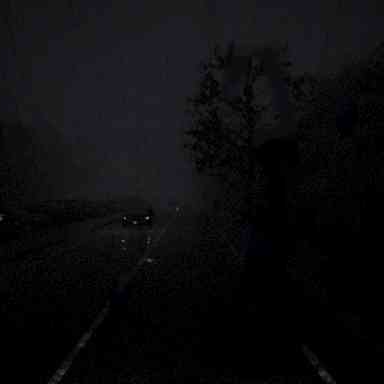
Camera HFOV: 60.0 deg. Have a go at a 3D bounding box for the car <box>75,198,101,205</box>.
[{"bbox_3d":[-23.213,2.141,74.407,5.366,1.575,1.946,0,-1,0],"label":"car"}]

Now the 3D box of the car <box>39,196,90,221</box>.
[{"bbox_3d":[-10.289,1.394,24.433,4.553,1.767,2.185,0,-1,0],"label":"car"}]

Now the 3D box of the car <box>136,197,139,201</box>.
[{"bbox_3d":[-10.291,1.768,46.640,4.792,1.488,2.163,0,-1,0],"label":"car"}]

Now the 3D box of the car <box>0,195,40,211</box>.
[{"bbox_3d":[-23.372,1.460,43.952,5.566,2.045,2.435,0,-1,0],"label":"car"}]

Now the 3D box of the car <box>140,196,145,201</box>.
[{"bbox_3d":[-10.349,1.822,52.192,4.792,1.488,2.163,0,-1,0],"label":"car"}]

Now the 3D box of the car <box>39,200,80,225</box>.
[{"bbox_3d":[-10.315,1.493,21.655,5.008,1.535,2.097,0,-1,0],"label":"car"}]

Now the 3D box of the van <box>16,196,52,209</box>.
[{"bbox_3d":[-23.516,1.540,49.492,4.442,1.987,1.878,0,-1,0],"label":"van"}]

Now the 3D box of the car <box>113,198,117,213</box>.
[{"bbox_3d":[-10.314,1.603,32.760,4.892,1.521,2.231,0,-1,0],"label":"car"}]

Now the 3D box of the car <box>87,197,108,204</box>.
[{"bbox_3d":[-23.430,2.170,82.594,4.553,1.767,2.185,0,-1,0],"label":"car"}]

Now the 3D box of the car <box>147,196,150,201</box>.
[{"bbox_3d":[-10.314,1.857,57.745,4.892,1.521,2.231,0,-1,0],"label":"car"}]

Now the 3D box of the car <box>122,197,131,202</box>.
[{"bbox_3d":[-10.135,1.653,38.312,5.366,1.575,1.946,0,-1,0],"label":"car"}]

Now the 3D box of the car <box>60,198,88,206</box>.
[{"bbox_3d":[-23.371,2.020,66.099,4.792,1.488,2.163,0,-1,0],"label":"car"}]

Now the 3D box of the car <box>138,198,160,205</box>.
[{"bbox_3d":[-10.324,2.247,79.940,5.008,1.535,2.097,0,-1,0],"label":"car"}]

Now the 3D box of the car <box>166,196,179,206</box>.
[{"bbox_3d":[-3.413,1.978,64.155,1.812,1.442,4.674,0,-1,0],"label":"car"}]

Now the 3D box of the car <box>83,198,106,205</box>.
[{"bbox_3d":[-23.369,2.276,79.946,4.792,1.488,2.163,0,-1,0],"label":"car"}]

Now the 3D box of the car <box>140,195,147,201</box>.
[{"bbox_3d":[-10.351,1.697,54.967,4.553,1.767,2.185,0,-1,0],"label":"car"}]

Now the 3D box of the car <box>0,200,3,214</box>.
[{"bbox_3d":[-23.394,1.630,35.638,5.008,1.535,2.097,0,-1,0],"label":"car"}]

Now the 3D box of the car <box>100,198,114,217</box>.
[{"bbox_3d":[-10.135,1.571,29.984,5.366,1.575,1.946,0,-1,0],"label":"car"}]

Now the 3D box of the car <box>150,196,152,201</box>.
[{"bbox_3d":[-10.505,1.892,60.512,5.366,1.575,1.946,0,-1,0],"label":"car"}]

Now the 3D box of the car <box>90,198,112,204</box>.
[{"bbox_3d":[-23.393,2.347,85.363,5.008,1.535,2.097,0,-1,0],"label":"car"}]

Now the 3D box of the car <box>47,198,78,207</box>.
[{"bbox_3d":[-23.428,1.923,60.435,4.792,1.488,2.163,0,-1,0],"label":"car"}]

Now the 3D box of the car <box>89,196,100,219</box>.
[{"bbox_3d":[-10.289,1.422,27.209,4.553,1.767,2.185,0,-1,0],"label":"car"}]

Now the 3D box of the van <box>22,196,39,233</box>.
[{"bbox_3d":[-10.204,1.212,16.106,4.442,1.987,1.878,0,-1,0],"label":"van"}]

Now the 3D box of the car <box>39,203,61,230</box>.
[{"bbox_3d":[-10.323,1.506,18.879,4.674,1.452,2.002,0,-1,0],"label":"car"}]

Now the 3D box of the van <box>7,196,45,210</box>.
[{"bbox_3d":[-23.283,1.513,46.721,4.442,1.987,1.878,0,-1,0],"label":"van"}]

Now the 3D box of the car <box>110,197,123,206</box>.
[{"bbox_3d":[-10.327,1.630,35.536,4.892,1.521,2.231,0,-1,0],"label":"car"}]

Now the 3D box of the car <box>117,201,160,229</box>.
[{"bbox_3d":[-3.372,1.544,22.002,1.812,1.442,4.674,0,0,0],"label":"car"}]

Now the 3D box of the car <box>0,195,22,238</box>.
[{"bbox_3d":[-10.349,1.160,13.330,5.566,2.045,2.435,0,-1,0],"label":"car"}]

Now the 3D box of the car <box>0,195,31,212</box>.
[{"bbox_3d":[-23.372,1.433,41.182,5.566,2.045,2.435,0,-1,0],"label":"car"}]

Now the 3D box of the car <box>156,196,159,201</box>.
[{"bbox_3d":[-10.134,2.038,68.837,5.366,1.575,1.946,0,-1,0],"label":"car"}]

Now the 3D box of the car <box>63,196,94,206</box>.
[{"bbox_3d":[-23.428,1.790,68.873,5.566,2.045,2.435,0,-1,0],"label":"car"}]

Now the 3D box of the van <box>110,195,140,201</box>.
[{"bbox_3d":[-10.436,1.539,49.418,4.442,1.987,1.878,0,-1,0],"label":"van"}]

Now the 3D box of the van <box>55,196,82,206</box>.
[{"bbox_3d":[-23.516,1.713,63.210,4.442,1.987,1.878,0,-1,0],"label":"van"}]

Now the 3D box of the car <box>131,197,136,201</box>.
[{"bbox_3d":[-10.291,1.740,43.864,4.792,1.488,2.163,0,-1,0],"label":"car"}]

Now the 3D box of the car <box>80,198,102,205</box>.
[{"bbox_3d":[-23.396,2.235,77.176,4.674,1.452,2.002,0,-1,0],"label":"car"}]

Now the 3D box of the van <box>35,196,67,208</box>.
[{"bbox_3d":[-23.291,1.597,55.047,4.442,1.987,1.878,0,-1,0],"label":"van"}]

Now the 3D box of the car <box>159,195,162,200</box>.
[{"bbox_3d":[-10.347,1.944,77.169,5.566,2.045,2.435,0,-1,0],"label":"car"}]

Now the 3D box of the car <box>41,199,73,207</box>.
[{"bbox_3d":[-23.428,1.886,57.796,4.792,1.488,2.163,0,-1,0],"label":"car"}]

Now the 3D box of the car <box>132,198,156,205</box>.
[{"bbox_3d":[-10.325,2.094,71.612,4.892,1.521,2.231,0,-1,0],"label":"car"}]

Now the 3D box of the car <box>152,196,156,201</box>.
[{"bbox_3d":[-10.134,1.935,63.165,5.366,1.575,1.946,0,-1,0],"label":"car"}]

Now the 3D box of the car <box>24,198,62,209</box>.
[{"bbox_3d":[-23.405,1.793,52.259,5.008,1.535,2.097,0,-1,0],"label":"car"}]
